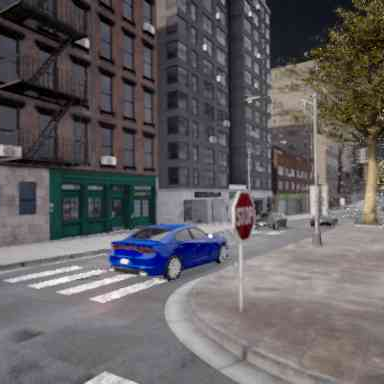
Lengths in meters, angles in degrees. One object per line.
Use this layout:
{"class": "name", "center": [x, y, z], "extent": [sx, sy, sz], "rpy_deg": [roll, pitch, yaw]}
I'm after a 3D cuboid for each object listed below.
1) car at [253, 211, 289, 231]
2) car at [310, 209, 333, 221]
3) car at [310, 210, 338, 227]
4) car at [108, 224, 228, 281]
{"class": "car", "center": [6.799, 2.437, 28.359], "extent": [1.837, 1.490, 4.892], "rpy_deg": [-1, -2, 32]}
{"class": "car", "center": [17.991, 3.112, 46.074], "extent": [2.033, 1.411, 5.357], "rpy_deg": [-1, -2, 32]}
{"class": "car", "center": [13.078, 2.672, 32.842], "extent": [1.994, 1.385, 4.181], "rpy_deg": [-1, -2, 32]}
{"class": "car", "center": [-0.520, 1.801, 11.101], "extent": [1.882, 1.535, 5.008], "rpy_deg": [-1, -2, 32]}
